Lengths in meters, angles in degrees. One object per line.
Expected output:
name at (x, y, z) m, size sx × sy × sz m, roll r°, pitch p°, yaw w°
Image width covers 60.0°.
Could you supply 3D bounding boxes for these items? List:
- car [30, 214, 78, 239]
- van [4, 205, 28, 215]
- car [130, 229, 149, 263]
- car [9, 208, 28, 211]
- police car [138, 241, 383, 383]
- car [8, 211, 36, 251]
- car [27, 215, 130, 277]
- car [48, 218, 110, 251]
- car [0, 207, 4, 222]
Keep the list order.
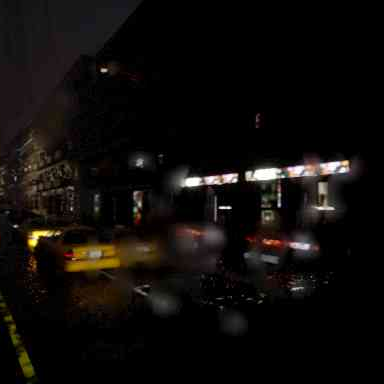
car at (-9.277, 2.211, 22.166) m, size 2.008 × 1.369 × 4.403 m, roll 3°, pitch -3°, yaw -34°
van at (-18.898, 2.347, 36.147) m, size 1.690 × 1.788 × 3.998 m, roll 3°, pitch -3°, yaw -34°
car at (-2.955, 1.956, 12.993) m, size 1.752 × 1.417 × 4.829 m, roll 3°, pitch -3°, yaw -34°
car at (-15.695, 2.456, 31.479) m, size 1.947 × 1.339 × 4.313 m, roll 3°, pitch -3°, yaw -34°
police car at (1.500, 1.580, 3.362) m, size 1.930 × 1.638 × 5.238 m, roll 2°, pitch -2°, yaw -35°
car at (-7.691, 1.942, 16.551) m, size 1.801 × 1.575 × 5.366 m, roll 2°, pitch -2°, yaw -35°
car at (-4.220, 1.820, 11.660) m, size 1.801 × 1.575 × 5.366 m, roll 2°, pitch -2°, yaw -35°
car at (-6.068, 2.110, 17.508) m, size 1.947 × 1.339 × 4.313 m, roll 3°, pitch -3°, yaw -34°
car at (-21.190, 2.399, 34.739) m, size 1.882 × 1.535 × 5.008 m, roll 2°, pitch -2°, yaw -34°
